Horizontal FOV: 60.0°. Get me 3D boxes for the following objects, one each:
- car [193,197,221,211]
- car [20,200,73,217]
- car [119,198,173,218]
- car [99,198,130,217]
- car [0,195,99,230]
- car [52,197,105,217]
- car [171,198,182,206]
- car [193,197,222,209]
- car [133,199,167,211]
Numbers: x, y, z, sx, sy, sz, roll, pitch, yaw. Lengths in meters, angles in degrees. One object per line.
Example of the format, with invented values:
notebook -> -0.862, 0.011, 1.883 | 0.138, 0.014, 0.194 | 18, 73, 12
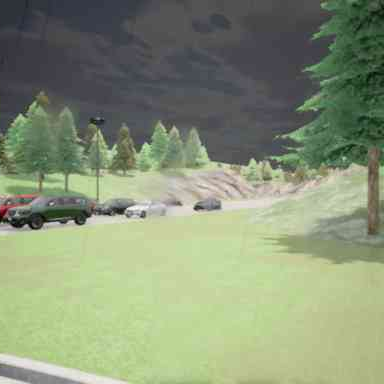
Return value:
car -> 1.841, 1.572, 39.705 | 1.994, 1.385, 4.181 | 0, 0, 32
car -> -14.481, 1.560, 33.289 | 1.812, 1.442, 4.674 | 0, 0, 32
car -> -4.065, 1.541, 30.196 | 1.812, 1.442, 4.674 | 0, 0, 32
car -> -7.287, 1.374, 31.640 | 2.097, 1.767, 4.553 | 0, 0, 32
car -> -9.201, 1.244, 21.897 | 2.150, 2.045, 5.566 | 0, 0, 32
car -> -10.937, 1.380, 32.394 | 2.097, 1.767, 4.553 | 0, 0, 32
car -> -3.276, 1.585, 51.317 | 1.994, 1.385, 4.181 | 0, 0, 32
car -> 2.224, 1.516, 46.914 | 1.837, 1.490, 4.892 | 0, -1, 32
car -> -5.206, 1.584, 41.635 | 1.994, 1.385, 4.181 | 0, 0, 32
